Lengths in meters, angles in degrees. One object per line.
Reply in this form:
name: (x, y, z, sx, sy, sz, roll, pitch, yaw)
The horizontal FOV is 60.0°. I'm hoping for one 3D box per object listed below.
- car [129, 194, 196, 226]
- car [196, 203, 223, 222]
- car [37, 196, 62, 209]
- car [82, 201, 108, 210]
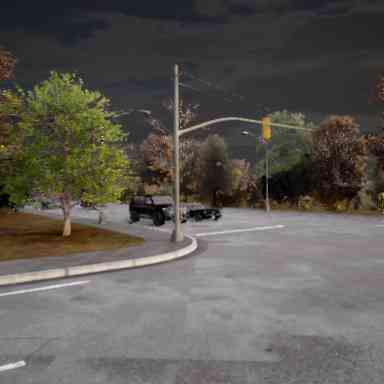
car: (-2.438, 1.162, 23.380, 2.150, 2.045, 5.566, 0, 0, -37)
car: (0.227, 1.517, 25.666, 1.895, 1.301, 4.718, -1, 0, -37)
car: (-18.692, 1.556, 44.413, 2.033, 1.411, 5.357, -1, 0, -38)
car: (-12.273, 1.432, 41.852, 1.882, 1.535, 5.008, -1, 0, -38)
